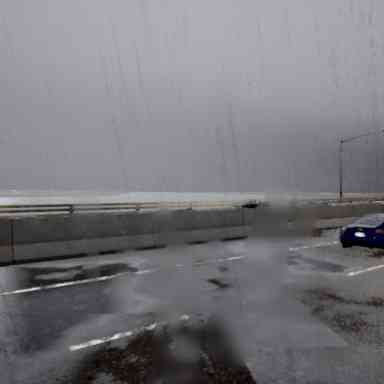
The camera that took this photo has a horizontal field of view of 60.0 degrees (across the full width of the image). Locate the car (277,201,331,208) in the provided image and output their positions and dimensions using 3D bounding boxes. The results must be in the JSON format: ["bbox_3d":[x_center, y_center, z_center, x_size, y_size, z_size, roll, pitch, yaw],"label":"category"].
[{"bbox_3d":[9.898,1.496,28.096,4.902,1.511,2.128,0,0,-35],"label":"car"}]

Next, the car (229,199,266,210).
[{"bbox_3d":[5.951,1.497,33.877,4.902,1.511,2.128,0,0,-35],"label":"car"}]

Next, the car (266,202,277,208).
[{"bbox_3d":[9.545,1.569,32.118,4.181,1.385,1.994,0,0,-35],"label":"car"}]

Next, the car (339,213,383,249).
[{"bbox_3d":[7.948,1.568,13.659,4.181,1.385,1.994,0,0,-35],"label":"car"}]
